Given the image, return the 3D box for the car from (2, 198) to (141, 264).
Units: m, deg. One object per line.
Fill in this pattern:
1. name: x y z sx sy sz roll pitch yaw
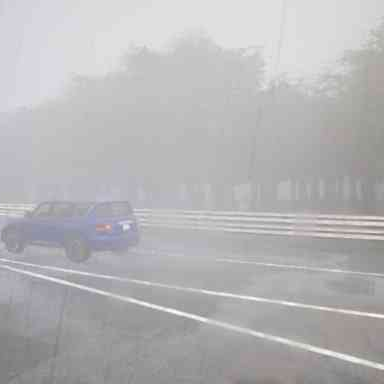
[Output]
1. car: -4.450 1.231 12.083 5.566 2.045 2.150 0 0 30
